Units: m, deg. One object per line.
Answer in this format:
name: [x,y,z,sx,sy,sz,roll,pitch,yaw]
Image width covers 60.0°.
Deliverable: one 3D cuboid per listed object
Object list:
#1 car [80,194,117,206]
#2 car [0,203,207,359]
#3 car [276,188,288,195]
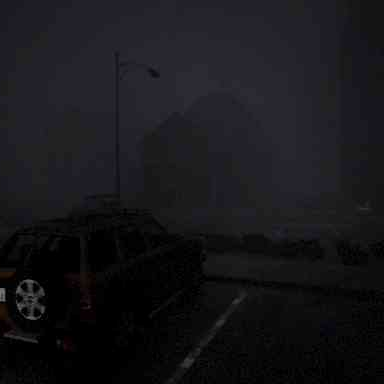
car: [-6.318,1.115,21.902,1.905,1.878,3.866,0,1,20]
car: [-1.290,1.250,5.957,1.932,1.855,4.605,0,1,20]
car: [20.784,0.120,78.917,3.866,1.878,1.905,1,-6,-23]
